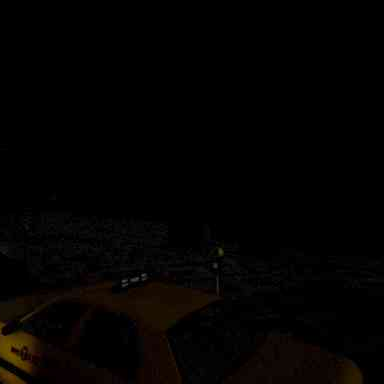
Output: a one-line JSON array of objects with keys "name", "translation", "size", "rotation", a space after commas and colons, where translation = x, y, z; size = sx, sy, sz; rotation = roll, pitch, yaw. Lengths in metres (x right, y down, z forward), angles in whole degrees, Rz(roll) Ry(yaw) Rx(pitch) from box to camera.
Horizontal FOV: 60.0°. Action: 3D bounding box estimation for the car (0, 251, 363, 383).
[{"name": "car", "translation": [-0.822, 1.524, 3.552], "size": [4.829, 1.417, 1.752], "rotation": [0, 0, 36]}]
